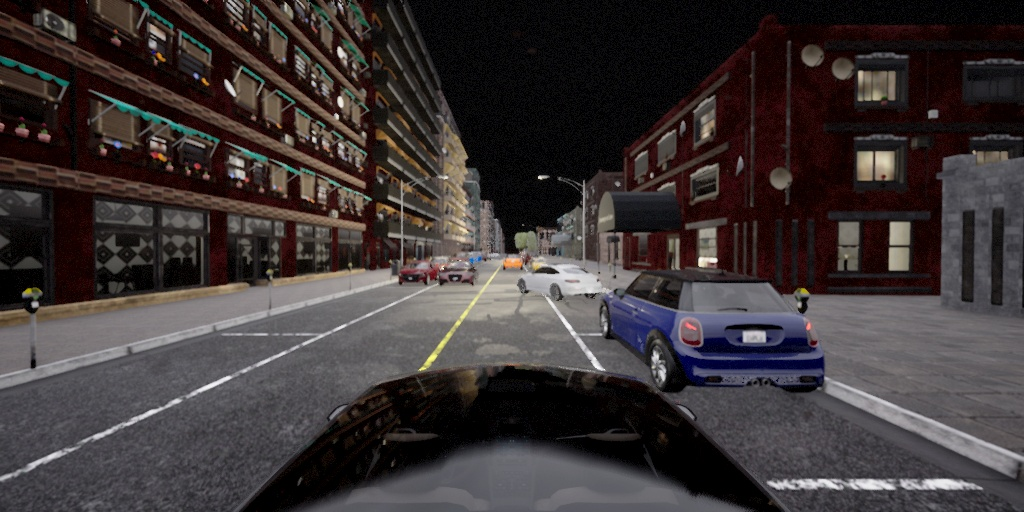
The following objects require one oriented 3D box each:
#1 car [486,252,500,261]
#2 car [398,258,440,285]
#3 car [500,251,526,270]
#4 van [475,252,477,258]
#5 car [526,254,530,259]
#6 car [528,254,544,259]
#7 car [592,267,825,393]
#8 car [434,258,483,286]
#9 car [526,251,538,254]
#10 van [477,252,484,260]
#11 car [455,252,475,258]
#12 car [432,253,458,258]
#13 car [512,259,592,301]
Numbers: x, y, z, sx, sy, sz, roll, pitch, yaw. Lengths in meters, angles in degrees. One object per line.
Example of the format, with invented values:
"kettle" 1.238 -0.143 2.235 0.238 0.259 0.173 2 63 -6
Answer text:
"car" -2.971 0.077 62.737 1.812 1.442 4.674 0 1 0
"car" -5.681 0.975 22.291 1.888 1.381 4.507 0 0 0
"car" 0.105 0.531 38.907 2.097 1.767 4.553 0 1 0
"van" -5.670 0.438 44.446 1.690 1.789 3.998 0 0 0
"car" 2.708 0.730 38.903 2.007 1.370 4.403 0 0 0
"car" 2.705 0.788 33.534 1.751 1.417 4.829 0 0 0
"car" 3.115 1.024 6.733 2.097 1.767 4.553 0 1 0
"car" -3.089 1.007 21.476 1.994 1.385 4.181 0 1 0
"car" 2.714 0.332 49.979 2.192 1.841 5.009 0 0 0
"van" -5.665 0.278 55.522 1.690 1.789 3.998 0 0 0
"car" -5.673 0.494 38.907 2.192 1.841 5.009 0 0 0
"car" -5.678 0.785 27.829 1.967 1.591 4.097 0 0 0
"car" 1.951 1.057 15.728 1.812 1.442 4.674 -1 1 -26
